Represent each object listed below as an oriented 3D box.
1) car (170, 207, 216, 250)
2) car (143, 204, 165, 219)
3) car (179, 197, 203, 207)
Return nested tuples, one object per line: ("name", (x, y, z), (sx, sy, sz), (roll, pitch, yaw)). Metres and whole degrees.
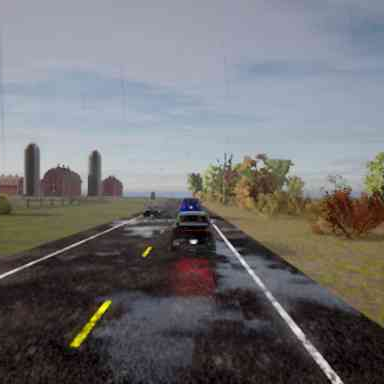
("car", (0.045, 1.652, 15.106), (1.837, 1.490, 4.892), (0, 0, 0))
("car", (-3.766, 1.927, 33.288), (1.895, 1.301, 4.718), (0, -1, 0))
("car", (-0.118, 1.552, 33.662), (2.150, 2.045, 5.566), (0, 0, -1))
